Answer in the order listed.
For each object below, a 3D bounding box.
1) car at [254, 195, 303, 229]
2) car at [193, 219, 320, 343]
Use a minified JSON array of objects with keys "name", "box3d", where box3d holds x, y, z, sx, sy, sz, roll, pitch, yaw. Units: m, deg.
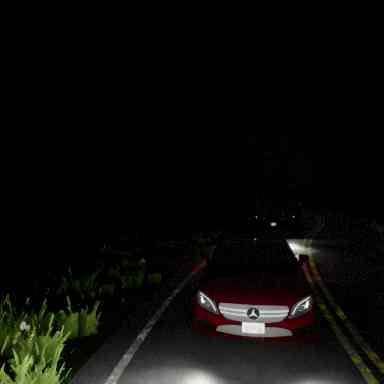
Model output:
[{"name":"car","box3d":[5.008,1.215,18.849,2.150,2.045,5.566,-2,-1,22]},{"name":"car","box3d":[1.233,1.534,6.679,1.812,1.442,4.674,-1,0,11]}]
